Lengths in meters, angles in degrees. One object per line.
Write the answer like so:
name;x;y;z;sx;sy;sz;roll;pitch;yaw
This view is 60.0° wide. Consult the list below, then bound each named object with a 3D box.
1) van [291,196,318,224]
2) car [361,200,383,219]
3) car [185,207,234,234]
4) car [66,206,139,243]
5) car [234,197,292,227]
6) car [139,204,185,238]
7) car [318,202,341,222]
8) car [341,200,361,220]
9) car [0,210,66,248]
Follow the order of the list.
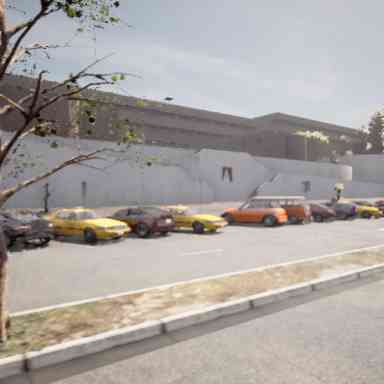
van;6.741;1.329;24.974;4.442;1.987;1.878;-1;-1;35
car;14.089;1.534;30.125;5.366;1.575;1.946;-1;-1;35
car;-0.500;1.526;19.734;5.366;1.575;1.946;-1;-1;35
car;-5.360;1.501;16.273;5.366;1.575;1.946;-1;-1;35
car;4.230;1.425;23.281;4.553;1.767;2.185;-1;-1;35
car;-3.110;1.548;18.120;4.792;1.488;2.163;-1;-1;35
car;9.072;1.594;26.756;4.674;1.452;2.002;-1;0;35
car;11.474;1.582;28.506;4.792;1.488;2.163;-1;-1;35
car;-7.941;1.537;14.642;4.674;1.452;2.002;-1;-1;35
